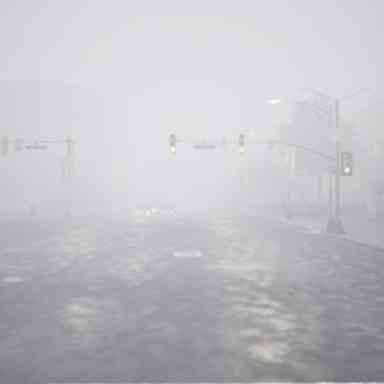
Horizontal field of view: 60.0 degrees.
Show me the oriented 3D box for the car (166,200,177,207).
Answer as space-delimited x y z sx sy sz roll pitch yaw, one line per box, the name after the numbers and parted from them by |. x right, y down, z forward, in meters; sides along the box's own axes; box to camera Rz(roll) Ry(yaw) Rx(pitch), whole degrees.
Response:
-4.362 2.400 70.715 1.994 1.385 4.181 0 -1 -10 | car

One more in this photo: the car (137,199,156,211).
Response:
-7.097 2.113 50.723 1.837 1.490 4.892 0 -1 0 | car

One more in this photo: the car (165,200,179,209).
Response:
-3.605 2.276 60.735 2.033 1.411 5.357 0 -1 0 | car

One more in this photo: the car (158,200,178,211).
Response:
-3.594 2.156 50.725 2.033 1.411 5.357 0 -1 0 | car

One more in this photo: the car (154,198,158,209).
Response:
-7.093 2.213 60.140 2.128 1.511 4.902 0 -1 0 | car

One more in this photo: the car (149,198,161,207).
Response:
-7.807 2.195 70.080 2.097 1.767 4.553 0 -1 -10 | car
